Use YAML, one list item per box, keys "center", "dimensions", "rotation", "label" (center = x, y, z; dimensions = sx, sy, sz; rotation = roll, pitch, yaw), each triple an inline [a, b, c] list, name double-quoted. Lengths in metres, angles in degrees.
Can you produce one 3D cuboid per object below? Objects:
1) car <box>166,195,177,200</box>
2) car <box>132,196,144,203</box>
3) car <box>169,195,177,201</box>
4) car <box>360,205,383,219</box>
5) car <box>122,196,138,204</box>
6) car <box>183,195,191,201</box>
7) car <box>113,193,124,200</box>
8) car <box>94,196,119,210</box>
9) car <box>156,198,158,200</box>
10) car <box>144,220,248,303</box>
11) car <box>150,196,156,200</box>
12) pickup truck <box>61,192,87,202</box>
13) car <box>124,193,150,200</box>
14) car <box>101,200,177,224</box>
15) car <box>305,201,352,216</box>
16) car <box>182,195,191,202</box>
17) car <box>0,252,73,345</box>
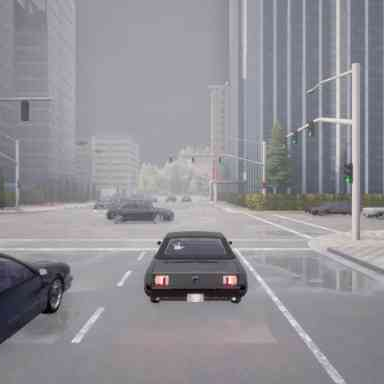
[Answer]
- center: [-4.702, 1.500, 74.538]
  dimensions: [1.837, 1.490, 4.892]
  rotation: [0, 0, -1]
  label: "car"
- center: [-11.682, 1.546, 72.583]
  dimensions: [1.994, 1.385, 4.181]
  rotation: [0, 0, -1]
  label: "car"
- center: [-4.867, 1.524, 84.706]
  dimensions: [1.812, 1.442, 4.674]
  rotation: [0, 0, -1]
  label: "car"
- center: [16.945, 1.601, 28.051]
  dimensions: [4.718, 1.301, 1.895]
  rotation: [0, 0, 0]
  label: "car"
- center: [-11.585, 1.491, 62.603]
  dimensions: [2.128, 1.511, 4.902]
  rotation: [0, 0, -1]
  label: "car"
- center: [-1.367, 1.540, 84.774]
  dimensions: [2.033, 1.411, 5.357]
  rotation: [0, 0, -1]
  label: "car"
- center: [-11.467, 1.221, 52.655]
  dimensions: [2.150, 2.045, 5.566]
  rotation: [0, 0, -1]
  label: "car"
- center: [-11.332, 1.564, 43.322]
  dimensions: [1.994, 1.385, 4.181]
  rotation: [0, 0, -1]
  label: "car"
- center: [-8.113, 1.564, 67.965]
  dimensions: [1.994, 1.385, 4.181]
  rotation: [0, 0, 0]
  label: "car"
- center: [0.069, 1.601, 8.153]
  dimensions: [1.895, 1.301, 4.718]
  rotation: [0, 0, 0]
  label: "car"
- center: [-8.039, 1.352, 57.918]
  dimensions: [2.097, 1.767, 4.553]
  rotation: [0, 0, -1]
  label: "car"
- center: [-24.753, 1.059, 69.215]
  dimensions: [2.390, 2.098, 6.274]
  rotation: [0, 0, 30]
  label: "pickup truck"
- center: [-7.911, 1.221, 48.169]
  dimensions: [2.150, 2.045, 5.566]
  rotation: [0, 0, -1]
  label: "car"
- center: [-3.732, 1.505, 24.169]
  dimensions: [4.892, 1.490, 1.837]
  rotation: [0, 0, -1]
  label: "car"
- center: [13.590, 1.547, 31.559]
  dimensions: [5.357, 1.411, 2.033]
  rotation: [0, 0, -3]
  label: "car"
- center: [-1.212, 1.553, 74.999]
  dimensions: [1.994, 1.385, 4.181]
  rotation: [0, 0, -1]
  label: "car"
- center: [-3.435, 1.547, 4.558]
  dimensions: [2.033, 1.411, 5.357]
  rotation: [0, 0, 0]
  label: "car"
